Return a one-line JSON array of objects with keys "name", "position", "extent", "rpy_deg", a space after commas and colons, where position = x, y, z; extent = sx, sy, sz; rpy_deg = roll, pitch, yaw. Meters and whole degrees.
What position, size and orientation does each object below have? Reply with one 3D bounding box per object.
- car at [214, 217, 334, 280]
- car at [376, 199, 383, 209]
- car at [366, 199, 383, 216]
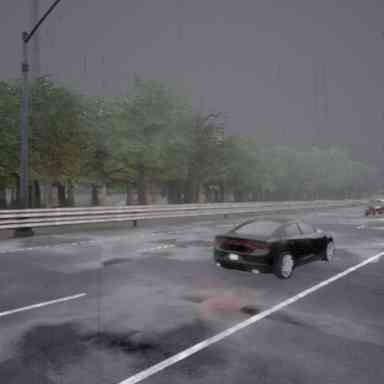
[{"name": "car", "position": [2.738, 1.513, 10.265], "extent": [1.882, 1.535, 5.008], "rpy_deg": [0, 0, 43]}, {"name": "car", "position": [31.948, 1.949, 54.880], "extent": [1.882, 1.535, 5.008], "rpy_deg": [0, -1, 39]}, {"name": "car", "position": [19.624, 1.604, 34.445], "extent": [2.097, 1.767, 4.553], "rpy_deg": [0, 0, 41]}]
